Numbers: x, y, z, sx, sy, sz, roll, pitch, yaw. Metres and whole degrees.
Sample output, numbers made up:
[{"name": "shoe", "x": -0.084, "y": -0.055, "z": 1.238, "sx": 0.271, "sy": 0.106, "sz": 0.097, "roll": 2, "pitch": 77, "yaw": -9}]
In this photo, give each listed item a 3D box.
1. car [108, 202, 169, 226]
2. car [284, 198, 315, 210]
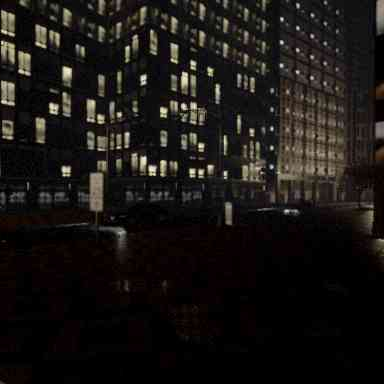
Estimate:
[{"name": "car", "x": -3.786, "y": 1.529, "z": 24.088, "sx": 1.837, "sy": 1.490, "sz": 4.892, "roll": 1, "pitch": 1, "yaw": 40}, {"name": "car", "x": 14.124, "y": 1.516, "z": 43.372, "sx": 5.357, "sy": 1.411, "sz": 2.033, "roll": 0, "pitch": 1, "yaw": -44}]
